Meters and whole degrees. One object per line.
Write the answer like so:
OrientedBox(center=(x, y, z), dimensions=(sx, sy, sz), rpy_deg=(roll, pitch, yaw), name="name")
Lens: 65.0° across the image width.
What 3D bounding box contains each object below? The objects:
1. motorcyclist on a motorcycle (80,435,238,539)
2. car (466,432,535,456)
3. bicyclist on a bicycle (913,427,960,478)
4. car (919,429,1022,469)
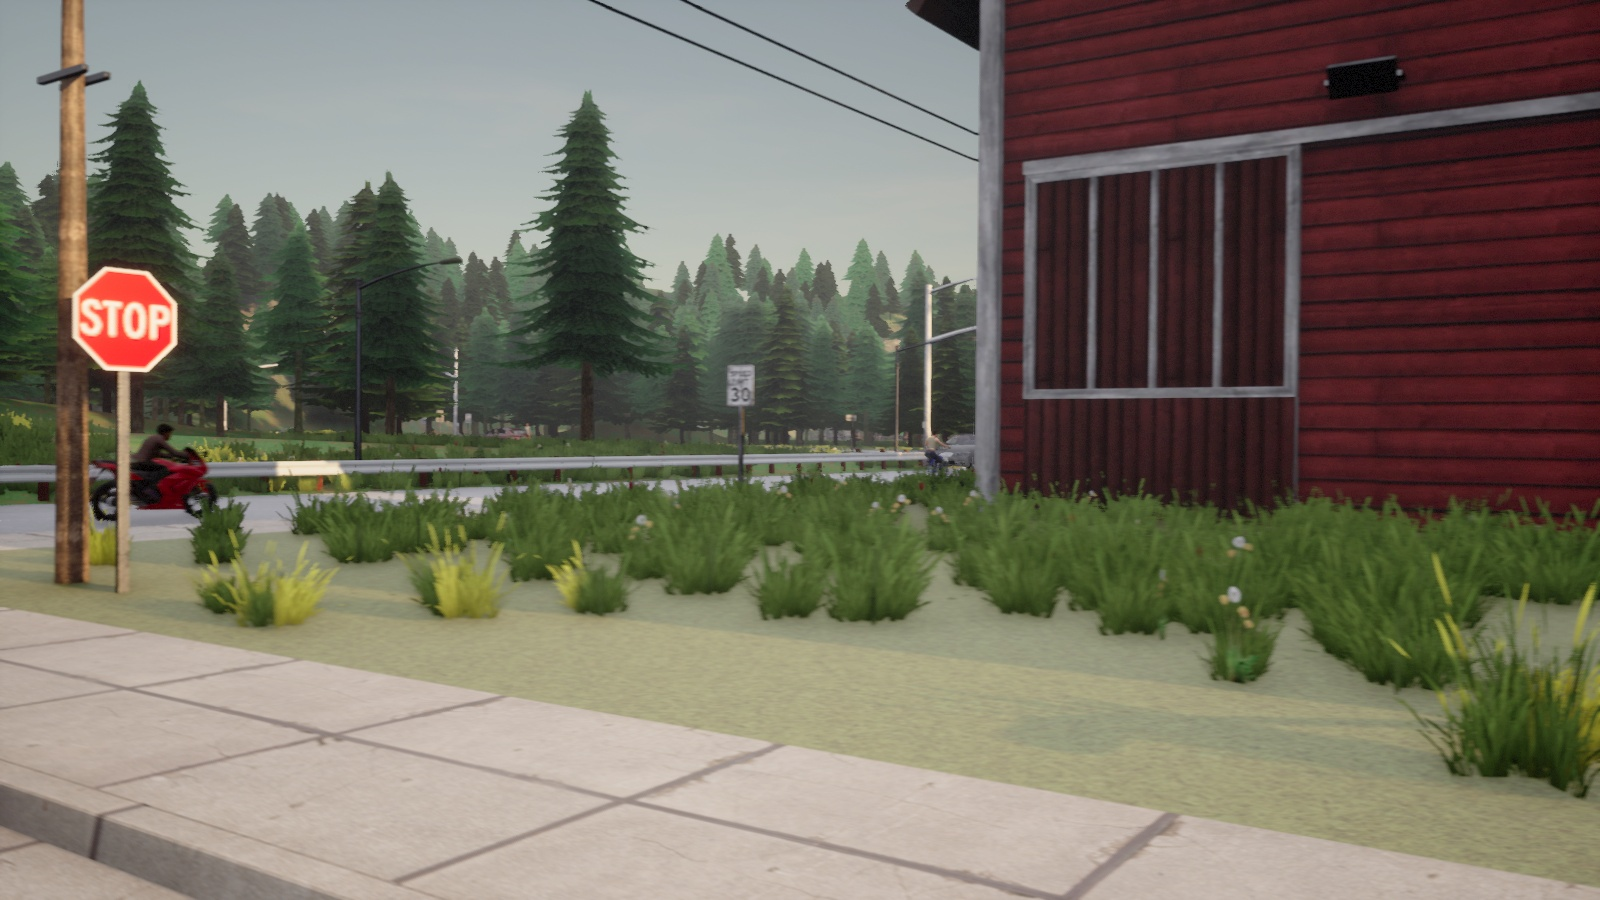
OrientedBox(center=(-9.960, 0.529, 19.597), dimensions=(0.797, 1.523, 2.044), rpy_deg=(0, 1, 35), name="motorcyclist on a motorcycle")
OrientedBox(center=(-21.377, -0.418, 89.522), dimensions=(4.856, 1.649, 2.033), rpy_deg=(0, 1, 36), name="car")
OrientedBox(center=(4.411, 0.069, 40.428), dimensions=(0.866, 1.612, 1.509), rpy_deg=(0, 1, 35), name="bicyclist on a bicycle")
OrientedBox(center=(6.851, -0.065, 50.020), dimensions=(2.128, 1.511, 4.902), rpy_deg=(0, 1, 34), name="car")
